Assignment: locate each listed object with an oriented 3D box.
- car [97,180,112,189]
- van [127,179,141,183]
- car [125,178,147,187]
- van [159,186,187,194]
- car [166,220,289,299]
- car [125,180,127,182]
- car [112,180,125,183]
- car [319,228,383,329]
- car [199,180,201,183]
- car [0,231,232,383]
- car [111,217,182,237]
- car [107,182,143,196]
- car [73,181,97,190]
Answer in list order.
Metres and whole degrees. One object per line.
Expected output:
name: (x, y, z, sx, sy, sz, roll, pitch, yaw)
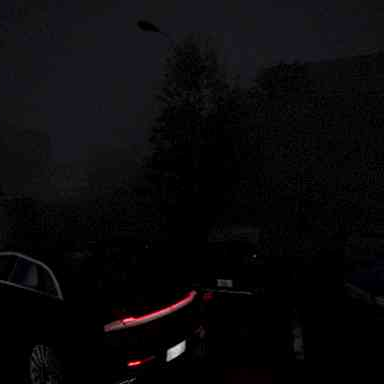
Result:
car: (-19.576, -1.427, 68.626, 4.792, 1.488, 2.163, 2, 5, 35)
van: (-8.313, -0.589, 55.591, 4.442, 1.987, 1.878, 4, 7, 37)
car: (-12.357, -2.091, 73.696, 4.553, 1.767, 2.185, 2, 6, 35)
van: (-3.494, -0.936, 59.004, 4.442, 1.987, 1.878, 4, 7, 37)
car: (1.315, 1.477, 8.543, 2.231, 1.521, 4.892, 0, -1, 17)
car: (-14.812, -1.769, 72.049, 4.792, 1.488, 2.163, 2, 6, 35)
car: (-17.174, -1.752, 70.305, 4.553, 1.767, 2.185, 2, 6, 35)
car: (3.712, 1.523, 6.807, 2.002, 1.452, 4.674, 1, -1, 16)
car: (-0.914, -0.999, 60.612, 4.553, 1.767, 2.185, 4, 7, 36)
car: (-2.115, 1.482, 5.006, 4.902, 1.511, 2.128, 0, 0, 36)
car: (-1.043, 1.503, 10.342, 2.163, 1.488, 4.792, 0, -1, 17)
car: (-10.915, -0.205, 54.044, 5.008, 1.535, 2.097, 4, 7, 37)
car: (-22.009, -1.247, 66.944, 4.674, 1.452, 2.002, 2, 5, 35)
